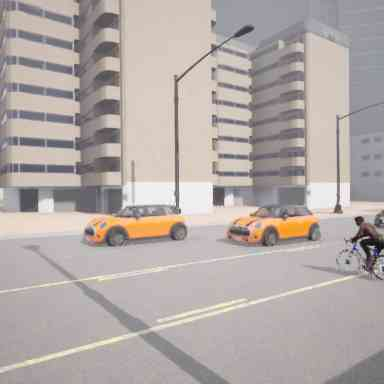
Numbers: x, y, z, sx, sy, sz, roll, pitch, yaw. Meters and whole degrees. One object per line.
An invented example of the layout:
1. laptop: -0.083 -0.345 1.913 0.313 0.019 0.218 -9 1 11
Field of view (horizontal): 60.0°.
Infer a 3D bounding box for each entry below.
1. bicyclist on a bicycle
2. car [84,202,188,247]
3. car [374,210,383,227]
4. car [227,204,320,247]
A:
1. bicyclist on a bicycle: 4.544 1.463 8.712 0.582 1.620 1.656 0 -1 -35
2. car: -2.477 1.355 15.064 4.553 1.767 2.097 0 0 -35
3. car: 14.245 1.636 22.469 4.902 1.511 2.128 1 0 -35
4. car: 3.762 1.379 15.157 4.553 1.767 2.097 0 0 -35
